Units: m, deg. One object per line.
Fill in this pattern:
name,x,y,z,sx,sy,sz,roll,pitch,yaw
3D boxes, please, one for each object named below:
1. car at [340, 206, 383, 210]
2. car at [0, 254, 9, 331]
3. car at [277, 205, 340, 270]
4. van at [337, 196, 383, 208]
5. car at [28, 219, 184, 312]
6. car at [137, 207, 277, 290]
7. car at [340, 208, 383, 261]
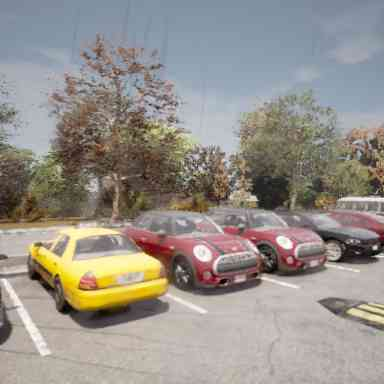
car,6.600,1.531,14.146,2.002,1.452,4.674,0,0,-35
car,-4.707,1.481,6.095,2.231,1.521,4.892,0,0,-35
car,2.060,1.361,10.950,2.185,1.767,4.553,0,0,-35
van,8.792,1.267,15.855,1.878,1.987,4.442,0,0,-35
car,-2.551,1.479,7.852,1.946,1.575,5.366,0,0,-35
car,-0.201,1.358,9.339,2.185,1.767,4.553,0,0,-35
car,4.335,1.489,12.541,2.097,1.535,5.008,0,0,-35
